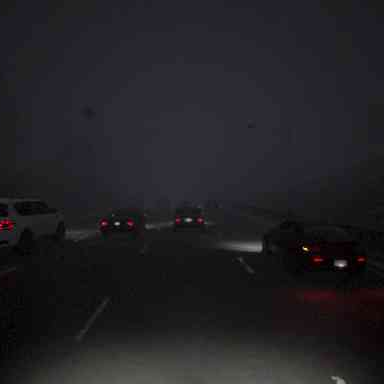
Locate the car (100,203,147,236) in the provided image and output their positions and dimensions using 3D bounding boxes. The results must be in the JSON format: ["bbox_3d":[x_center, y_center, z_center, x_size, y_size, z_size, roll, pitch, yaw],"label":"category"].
[{"bbox_3d":[-3.668,1.583,18.501,2.033,1.411,5.357,0,0,-2],"label":"car"}]

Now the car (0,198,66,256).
[{"bbox_3d":[-7.027,1.262,13.467,2.150,2.045,5.566,0,0,-1],"label":"car"}]

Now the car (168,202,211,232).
[{"bbox_3d":[-0.226,1.575,20.493,2.033,1.411,5.357,0,0,-2],"label":"car"}]

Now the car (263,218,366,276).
[{"bbox_3d":[3.504,1.528,10.236,1.812,1.442,4.674,0,0,-1],"label":"car"}]

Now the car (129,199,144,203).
[{"bbox_3d":[-7.899,1.633,47.381,2.033,1.411,5.357,0,0,-1],"label":"car"}]

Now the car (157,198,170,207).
[{"bbox_3d":[-4.529,1.630,53.009,2.033,1.411,5.357,0,0,-1],"label":"car"}]

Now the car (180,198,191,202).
[{"bbox_3d":[-1.023,1.672,52.778,1.895,1.301,4.718,0,0,-1],"label":"car"}]

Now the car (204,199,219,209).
[{"bbox_3d":[2.619,1.616,46.920,1.994,1.385,4.181,0,0,-1],"label":"car"}]
